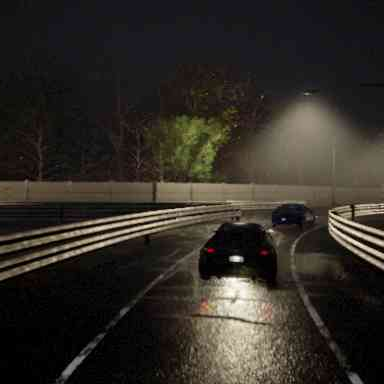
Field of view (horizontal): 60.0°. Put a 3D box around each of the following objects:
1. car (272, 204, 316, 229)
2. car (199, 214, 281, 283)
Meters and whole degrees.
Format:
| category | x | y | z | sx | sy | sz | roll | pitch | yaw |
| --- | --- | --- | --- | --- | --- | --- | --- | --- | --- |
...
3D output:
| category | x | y | z | sx | sy | sz | roll | pitch | yaw |
| --- | --- | --- | --- | --- | --- | --- | --- | --- | --- |
| car | 6.859 | 1.509 | 22.231 | 1.882 | 1.535 | 5.008 | 0 | 0 | 32 |
| car | 1.474 | 1.566 | 9.877 | 1.994 | 1.385 | 4.181 | 0 | 0 | 12 |
